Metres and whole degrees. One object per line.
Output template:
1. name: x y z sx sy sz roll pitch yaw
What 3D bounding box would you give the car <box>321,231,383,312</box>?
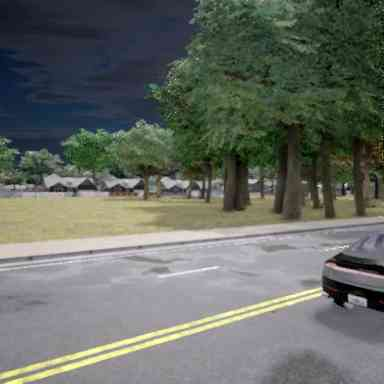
1. car: 4.626 1.541 6.741 4.902 1.511 2.128 0 0 -35
